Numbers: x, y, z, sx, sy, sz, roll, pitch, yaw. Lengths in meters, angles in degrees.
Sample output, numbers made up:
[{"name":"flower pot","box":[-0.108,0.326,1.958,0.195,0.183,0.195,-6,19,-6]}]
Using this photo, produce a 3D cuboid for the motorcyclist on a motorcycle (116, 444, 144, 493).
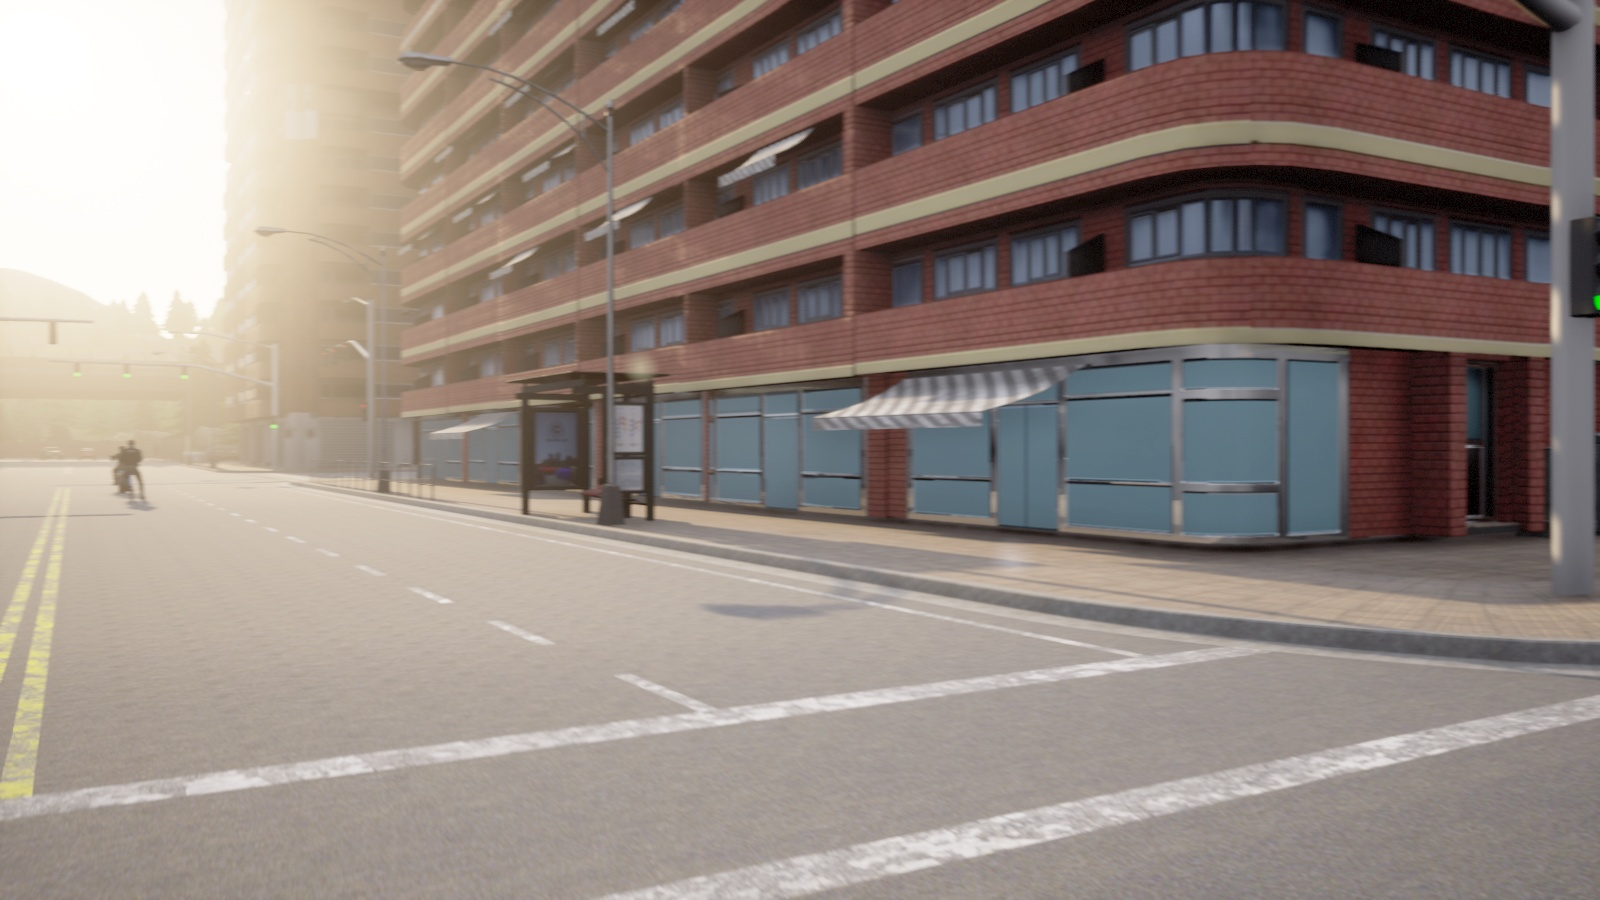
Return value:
[{"name":"motorcyclist on a motorcycle","box":[-22.802,0.614,42.732,0.766,1.649,2.350,0,0,-30]}]
